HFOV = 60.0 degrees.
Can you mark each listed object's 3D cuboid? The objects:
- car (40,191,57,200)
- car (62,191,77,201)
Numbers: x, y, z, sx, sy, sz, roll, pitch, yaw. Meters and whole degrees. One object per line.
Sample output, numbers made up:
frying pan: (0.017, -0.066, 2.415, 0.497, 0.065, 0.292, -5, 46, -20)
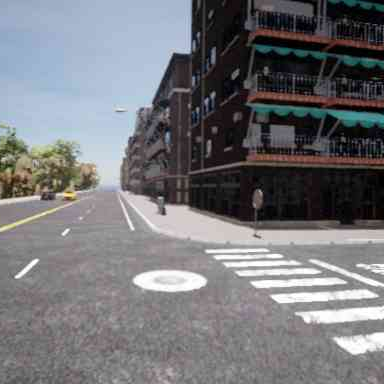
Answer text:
car: (-23.185, 0.573, 53.861, 1.837, 1.490, 4.892, 1, 1, -13)
car: (-20.018, 0.577, 54.593, 1.882, 1.535, 5.008, 1, 1, -13)
